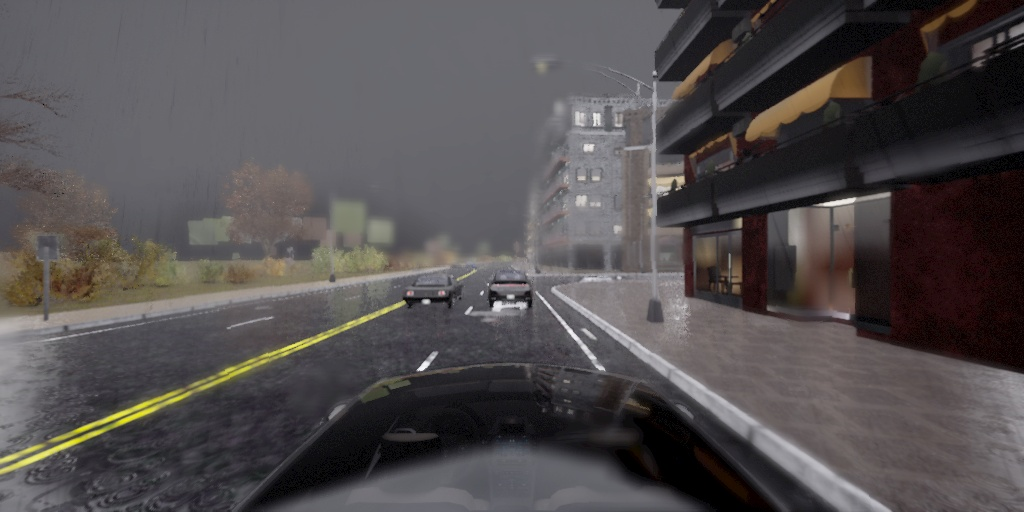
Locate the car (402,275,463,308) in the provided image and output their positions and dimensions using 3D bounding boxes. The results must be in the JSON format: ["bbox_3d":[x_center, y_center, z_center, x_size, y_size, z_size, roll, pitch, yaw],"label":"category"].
[{"bbox_3d":[-3.315,1.488,16.029,1.895,1.301,4.718,0,-1,-1],"label":"car"}]

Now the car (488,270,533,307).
[{"bbox_3d":[-0.065,1.381,16.253,2.128,1.511,4.902,0,0,0],"label":"car"}]
